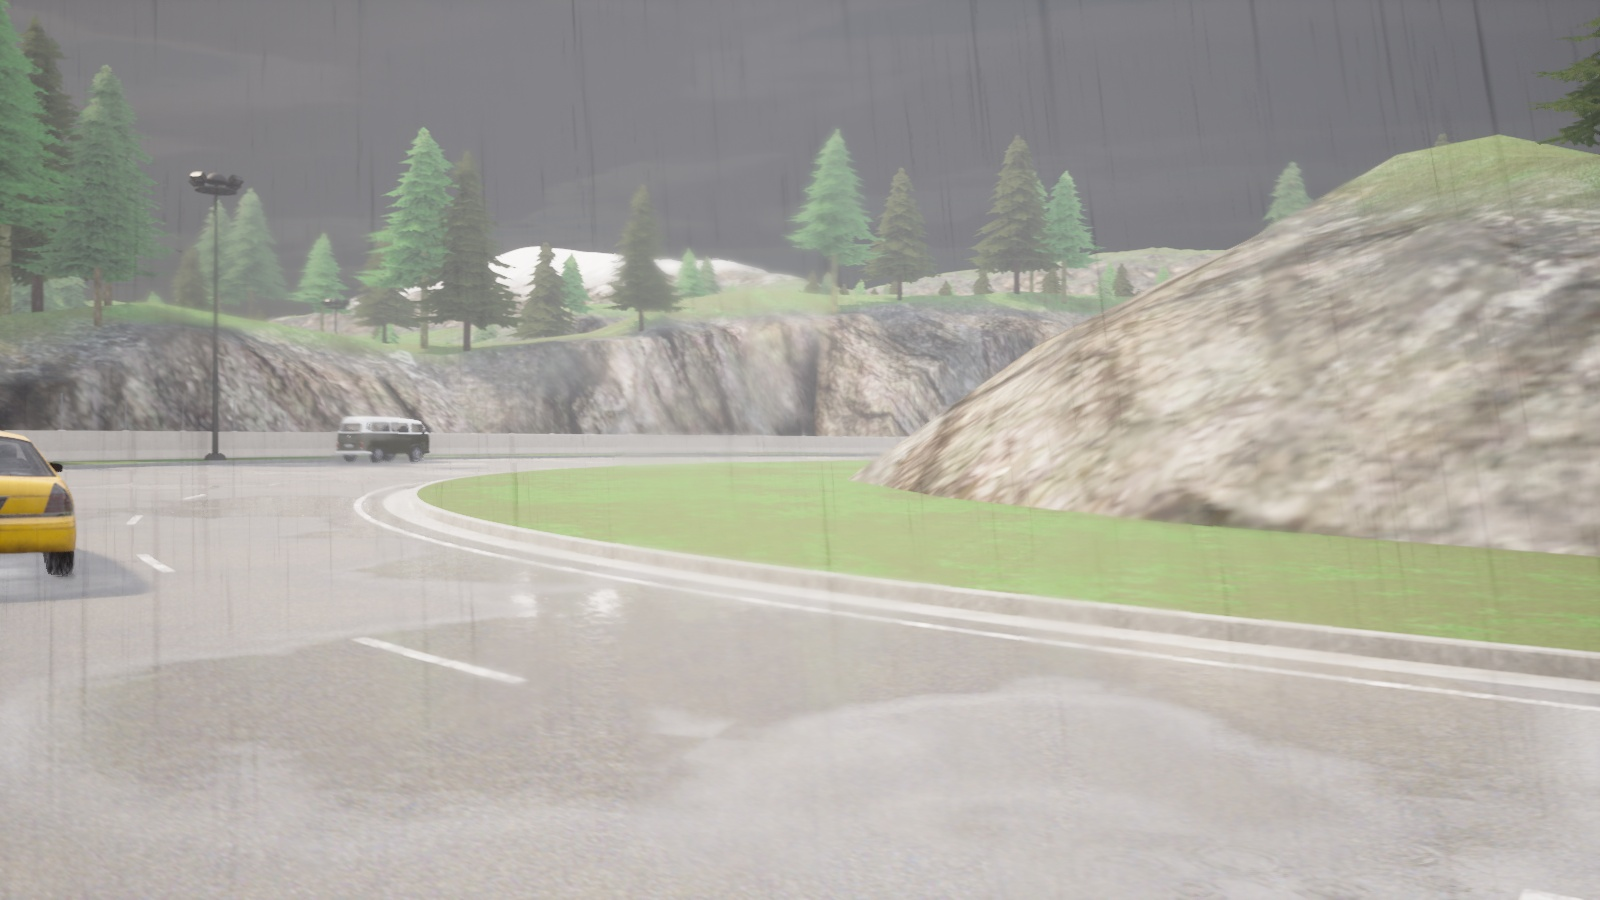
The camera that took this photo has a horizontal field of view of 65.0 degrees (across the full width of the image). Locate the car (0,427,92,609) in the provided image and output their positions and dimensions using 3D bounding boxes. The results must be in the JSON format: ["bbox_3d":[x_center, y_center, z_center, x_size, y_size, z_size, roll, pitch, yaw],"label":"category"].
[{"bbox_3d":[-8.667,0.578,12.991,1.801,1.575,5.366,-1,1,-35],"label":"car"}]

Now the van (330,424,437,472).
[{"bbox_3d":[-18.624,-0.107,56.393,2.069,2.038,4.480,-1,1,23],"label":"van"}]
